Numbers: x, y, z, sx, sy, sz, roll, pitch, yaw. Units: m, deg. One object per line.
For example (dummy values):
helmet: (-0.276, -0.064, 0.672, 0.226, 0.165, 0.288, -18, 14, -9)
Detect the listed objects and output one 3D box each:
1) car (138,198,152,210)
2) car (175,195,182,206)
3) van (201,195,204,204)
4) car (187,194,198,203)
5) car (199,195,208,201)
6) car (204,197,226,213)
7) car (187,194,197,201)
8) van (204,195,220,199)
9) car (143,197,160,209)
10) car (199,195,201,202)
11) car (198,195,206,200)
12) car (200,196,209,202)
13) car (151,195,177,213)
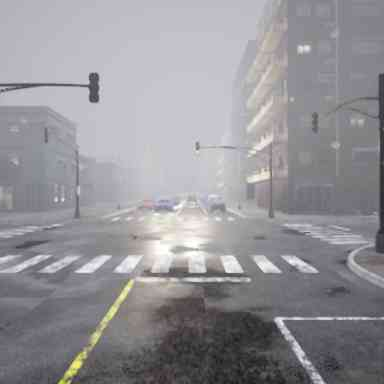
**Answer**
car: (-5.662, 1.565, 41.566, 1.802, 1.307, 4.206, 1, 0, 0)
car: (-3.040, 1.538, 52.736, 1.994, 1.385, 4.181, 0, 0, 0)
van: (2.727, 1.315, 52.760, 1.690, 1.788, 3.998, 1, 0, 0)
car: (0.027, 1.310, 65.890, 2.097, 1.767, 4.553, 0, 0, 0)
car: (2.736, 1.501, 80.664, 1.947, 1.339, 4.313, 1, 0, 0)
car: (2.717, 1.539, 36.018, 2.008, 1.369, 4.403, 1, 0, 0)
car: (0.030, 1.301, 75.928, 2.128, 1.511, 4.902, 0, 0, 0)
van: (2.722, 1.324, 41.597, 1.690, 1.788, 3.998, 1, 0, 0)
car: (-5.659, 1.524, 47.147, 1.887, 1.381, 4.507, 1, 0, 0)
car: (2.729, 1.486, 64.091, 1.752, 1.417, 4.829, 1, 0, 0)
car: (2.741, 1.459, 91.826, 1.887, 1.381, 4.507, 1, 0, 0)
car: (2.733, 1.510, 75.083, 1.947, 1.339, 4.313, 1, 0, 0)
car: (-3.073, 1.464, 37.672, 1.882, 1.535, 5.008, 0, 0, 0)
